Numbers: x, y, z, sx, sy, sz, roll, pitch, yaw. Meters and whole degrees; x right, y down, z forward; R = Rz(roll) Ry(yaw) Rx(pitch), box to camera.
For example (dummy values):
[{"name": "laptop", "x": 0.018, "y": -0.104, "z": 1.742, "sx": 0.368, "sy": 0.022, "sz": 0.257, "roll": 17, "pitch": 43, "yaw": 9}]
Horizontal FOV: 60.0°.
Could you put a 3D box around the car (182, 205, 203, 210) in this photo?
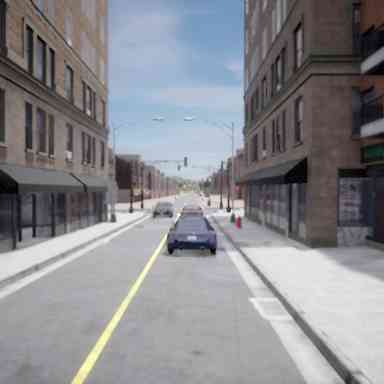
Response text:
[{"name": "car", "x": 0.008, "y": 1.782, "z": 29.101, "sx": 1.895, "sy": 1.301, "sz": 4.718, "roll": 0, "pitch": 0, "yaw": 0}]

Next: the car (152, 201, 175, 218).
[{"name": "car", "x": -2.747, "y": 1.703, "z": 32.437, "sx": 1.837, "sy": 1.490, "sz": 4.892, "roll": 0, "pitch": -1, "yaw": 0}]

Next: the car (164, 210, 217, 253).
[{"name": "car", "x": 0.006, "y": 1.676, "z": 14.324, "sx": 1.994, "sy": 1.385, "sz": 4.181, "roll": 0, "pitch": 0, "yaw": 0}]
